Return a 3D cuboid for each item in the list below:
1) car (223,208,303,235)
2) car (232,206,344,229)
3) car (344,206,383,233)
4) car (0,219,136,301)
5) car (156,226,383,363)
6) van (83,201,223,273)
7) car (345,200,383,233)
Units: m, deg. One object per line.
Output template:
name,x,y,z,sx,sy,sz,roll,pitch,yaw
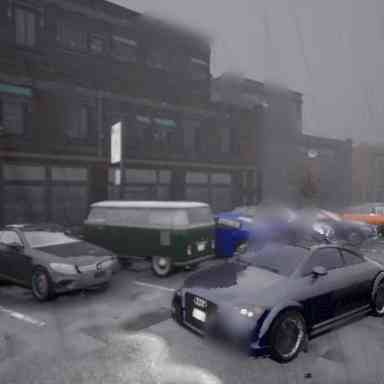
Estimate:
car,1.018,1.487,11.869,5.008,1.535,2.097,-1,-1,35
car,3.440,1.362,13.645,4.553,1.767,2.185,-1,-1,34
car,5.911,1.528,15.361,4.674,1.452,2.002,-1,-1,35
car,-3.876,1.527,8.393,4.674,1.452,2.002,-1,-1,34
car,1.729,1.565,5.894,4.181,1.385,1.994,0,0,-35
van,-1.531,1.263,10.198,4.442,1.987,1.878,-1,-1,34
car,8.382,1.363,17.078,4.553,1.767,2.185,-1,-1,35
